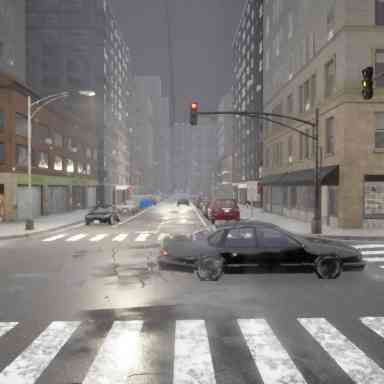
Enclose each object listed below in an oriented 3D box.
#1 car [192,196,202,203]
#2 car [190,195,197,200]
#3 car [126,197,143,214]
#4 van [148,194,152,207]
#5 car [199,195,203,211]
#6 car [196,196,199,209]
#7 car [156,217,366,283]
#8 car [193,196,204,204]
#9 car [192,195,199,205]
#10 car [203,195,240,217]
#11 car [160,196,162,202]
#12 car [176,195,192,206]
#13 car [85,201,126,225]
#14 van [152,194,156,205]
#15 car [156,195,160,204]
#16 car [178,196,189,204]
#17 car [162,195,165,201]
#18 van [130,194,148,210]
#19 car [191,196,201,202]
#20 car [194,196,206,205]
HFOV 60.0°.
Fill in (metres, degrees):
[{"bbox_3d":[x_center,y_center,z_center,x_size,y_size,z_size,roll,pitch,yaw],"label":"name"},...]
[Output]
[{"bbox_3d":[1.007,1.557,68.804,1.947,1.339,4.313,-1,0,-2],"label":"car"},{"bbox_3d":[0.400,1.525,91.139,2.008,1.369,4.403,-1,0,-2],"label":"car"},{"bbox_3d":[-6.604,1.529,34.898,1.752,1.417,4.829,-1,0,-2],"label":"car"},{"bbox_3d":[-6.917,1.342,46.235,1.690,1.788,3.998,-1,0,-2],"label":"van"},{"bbox_3d":[2.066,1.319,29.717,2.192,1.841,5.009,-1,0,-2],"label":"car"},{"bbox_3d":[1.760,1.528,41.054,1.752,1.417,4.829,-1,0,-2],"label":"car"},{"bbox_3d":[1.730,1.541,9.144,5.357,1.411,2.033,0,0,-2],"label":"car"},{"bbox_3d":[1.158,1.560,63.220,1.947,1.339,4.313,-1,0,-2],"label":"car"},{"bbox_3d":[1.611,1.316,46.468,2.192,1.841,5.009,-1,0,-2],"label":"car"},{"bbox_3d":[2.217,1.318,24.133,2.192,1.841,5.009,-1,0,-2],"label":"car"},{"bbox_3d":[-7.374,1.434,62.986,1.967,1.590,4.097,-1,0,-2],"label":"car"},{"bbox_3d":[-1.434,1.504,53.479,1.837,1.490,4.892,0,0,-2],"label":"car"},{"bbox_3d":[-6.302,1.569,23.900,1.947,1.339,4.313,-1,0,-2],"label":"car"},{"bbox_3d":[-7.070,1.340,51.819,1.690,1.788,3.998,-1,0,-2],"label":"van"},{"bbox_3d":[-7.223,1.312,57.403,2.192,1.841,5.009,-1,0,-2],"label":"car"},{"bbox_3d":[-1.719,1.541,63.897,2.033,1.411,5.357,0,0,-2],"label":"car"},{"bbox_3d":[-7.680,1.428,74.153,1.967,1.590,4.097,-1,0,-2],"label":"car"},{"bbox_3d":[-6.764,1.344,40.651,1.690,1.788,3.998,-1,0,-2],"label":"van"},{"bbox_3d":[0.855,1.538,74.387,2.008,1.369,4.403,-1,0,-2],"label":"car"},{"bbox_3d":[1.305,1.522,57.806,1.752,1.417,4.829,-1,0,-2],"label":"car"}]
